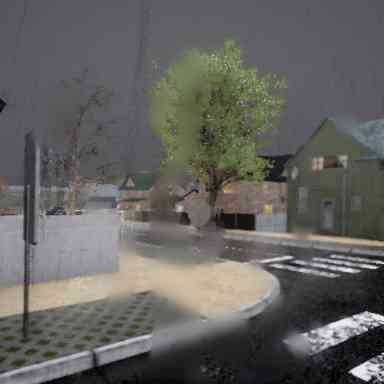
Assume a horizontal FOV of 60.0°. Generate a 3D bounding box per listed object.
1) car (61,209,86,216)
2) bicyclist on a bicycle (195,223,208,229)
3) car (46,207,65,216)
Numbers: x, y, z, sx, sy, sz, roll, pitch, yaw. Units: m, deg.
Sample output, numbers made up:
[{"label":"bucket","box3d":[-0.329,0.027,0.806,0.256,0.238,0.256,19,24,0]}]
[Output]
[{"label":"car","box3d":[-15.166,3.288,43.564,1.882,1.535,5.008,1,-3,-35]},{"label":"bicyclist on a bicycle","box3d":[0.900,2.012,25.791,1.656,1.620,0.582,-2,1,-35]},{"label":"car","box3d":[-21.240,3.447,52.139,2.150,2.045,5.566,1,-3,-35]}]
